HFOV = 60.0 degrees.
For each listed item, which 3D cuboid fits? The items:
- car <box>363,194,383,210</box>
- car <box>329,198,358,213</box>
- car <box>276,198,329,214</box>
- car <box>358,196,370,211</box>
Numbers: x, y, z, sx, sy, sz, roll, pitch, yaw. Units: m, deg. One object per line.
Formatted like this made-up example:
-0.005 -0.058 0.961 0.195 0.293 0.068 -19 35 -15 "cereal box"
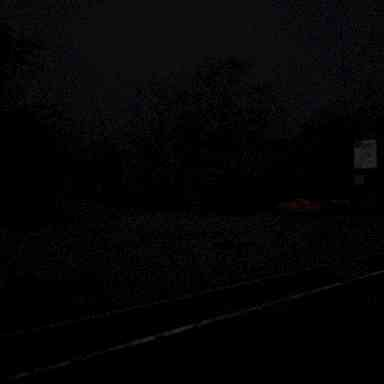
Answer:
22.282 1.369 42.290 2.185 1.767 4.553 1 0 -35 "car"
15.451 1.446 37.477 2.097 1.535 5.008 0 0 -35 "car"
10.917 1.432 34.244 2.097 1.535 5.008 0 0 -35 "car"
17.724 1.500 39.090 2.002 1.452 4.674 0 0 -35 "car"
